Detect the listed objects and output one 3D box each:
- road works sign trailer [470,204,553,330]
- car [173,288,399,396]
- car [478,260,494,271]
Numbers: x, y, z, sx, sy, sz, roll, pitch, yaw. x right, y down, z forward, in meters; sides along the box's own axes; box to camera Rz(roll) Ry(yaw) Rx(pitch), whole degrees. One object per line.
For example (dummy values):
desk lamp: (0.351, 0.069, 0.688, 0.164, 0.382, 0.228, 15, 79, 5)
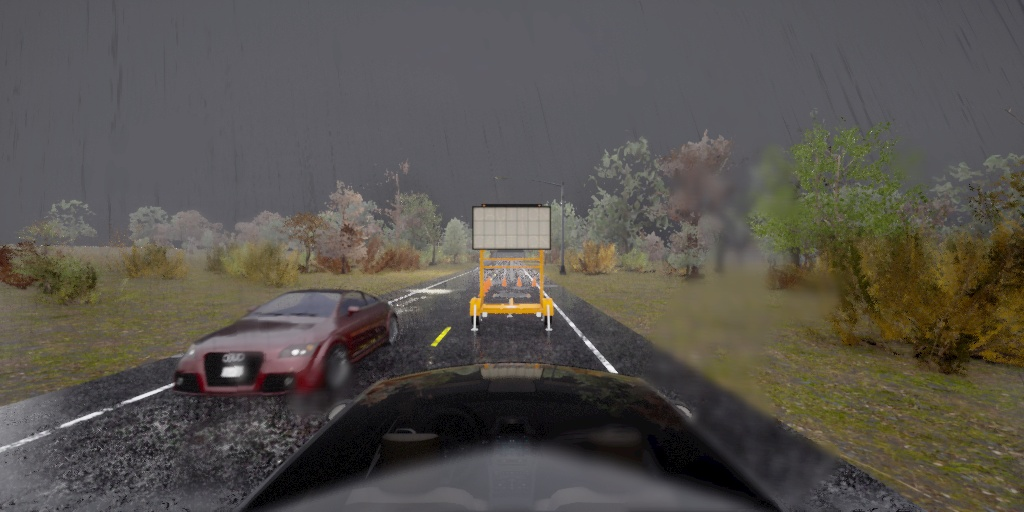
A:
road works sign trailer: (-0.008, 0.213, 11.042, 2.380, 3.560, 2.880, 0, 0, 0)
car: (-3.604, 1.313, 6.628, 1.994, 1.385, 4.181, 0, 0, 0)
car: (-3.543, 1.253, 48.928, 1.837, 1.490, 4.892, 0, 0, 0)
